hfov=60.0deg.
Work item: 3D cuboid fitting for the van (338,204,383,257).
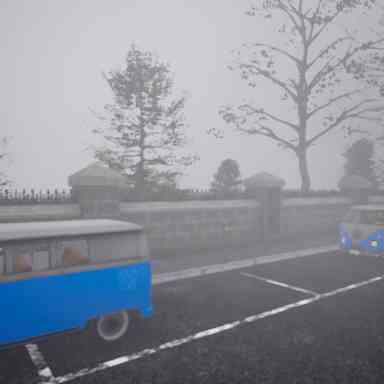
[{"bbox_3d":[6.641,1.297,11.320,3.998,1.788,1.690,0,0,-36],"label":"van"}]

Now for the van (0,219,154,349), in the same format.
[{"bbox_3d":[-2.516,1.339,4.765,3.998,1.788,1.690,0,0,-36],"label":"van"}]
